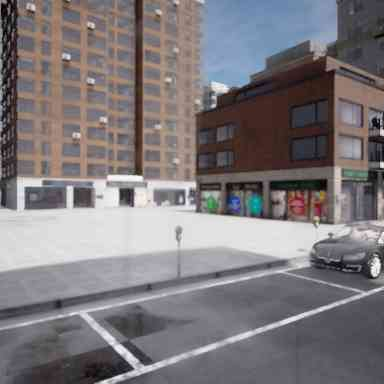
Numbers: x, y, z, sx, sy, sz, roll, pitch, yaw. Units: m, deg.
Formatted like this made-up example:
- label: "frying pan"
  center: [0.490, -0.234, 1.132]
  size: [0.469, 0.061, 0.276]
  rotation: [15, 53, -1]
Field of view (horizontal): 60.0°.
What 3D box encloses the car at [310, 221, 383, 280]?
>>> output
- label: "car"
  center: [5.337, 1.578, 9.989]
  size: [4.403, 1.369, 2.008]
  rotation: [0, 0, -35]
